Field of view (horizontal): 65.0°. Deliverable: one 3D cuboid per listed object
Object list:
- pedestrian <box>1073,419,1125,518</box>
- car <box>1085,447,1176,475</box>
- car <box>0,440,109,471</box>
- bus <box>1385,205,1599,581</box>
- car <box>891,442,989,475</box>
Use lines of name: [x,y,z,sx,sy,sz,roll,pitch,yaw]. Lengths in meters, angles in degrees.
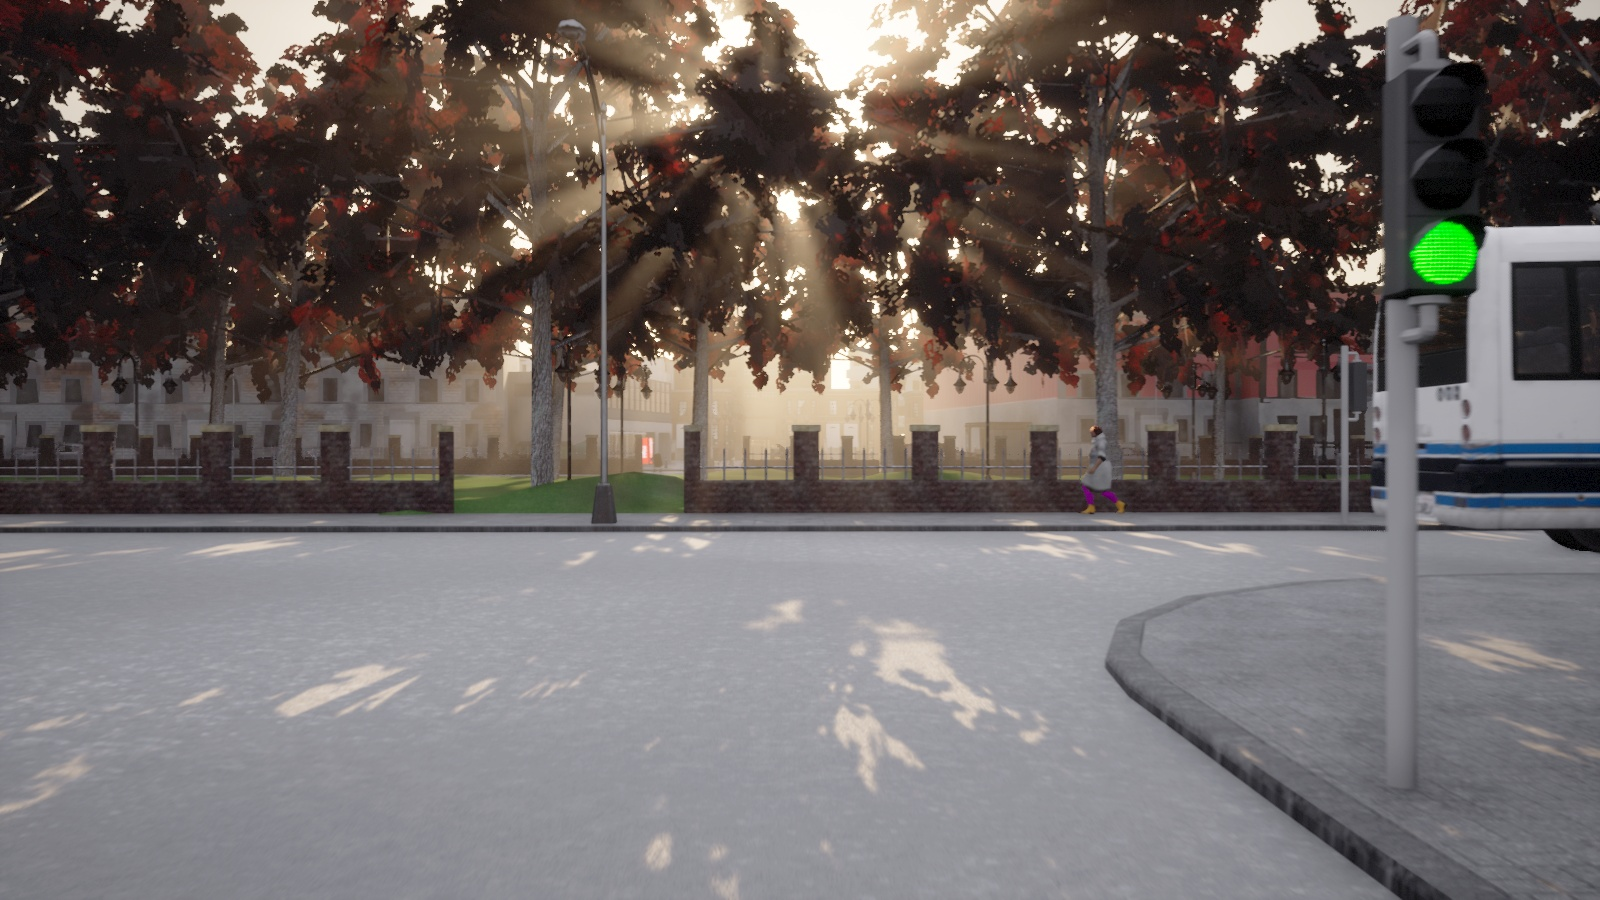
pedestrian: [5.917,0.360,24.869,0.873,1.952,0.659,0,0,-1]
car: [17.079,0.560,64.939,4.181,1.385,1.994,0,0,0]
car: [-40.474,0.286,68.261,4.611,1.667,2.242,0,0,-1]
bus: [13.495,-0.684,15.915,10.273,4.253,3.944,0,0,4]
car: [7.186,0.420,64.822,4.856,1.649,2.033,0,0,-1]
